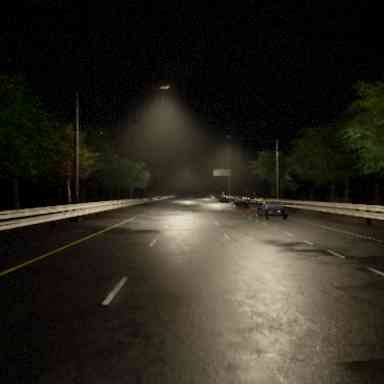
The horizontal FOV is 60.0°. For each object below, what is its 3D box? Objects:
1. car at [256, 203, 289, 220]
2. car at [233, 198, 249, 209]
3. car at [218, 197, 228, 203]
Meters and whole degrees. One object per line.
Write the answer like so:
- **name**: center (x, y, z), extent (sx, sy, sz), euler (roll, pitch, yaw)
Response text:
- **car**: center (7.037, 1.637, 29.399), extent (2.033, 1.411, 5.357), euler (0, 0, 0)
- **car**: center (7.112, 1.665, 48.427), extent (2.128, 1.511, 4.902), euler (0, 0, 0)
- **car**: center (7.307, 1.868, 78.012), extent (1.994, 1.385, 4.181), euler (0, 0, 0)
